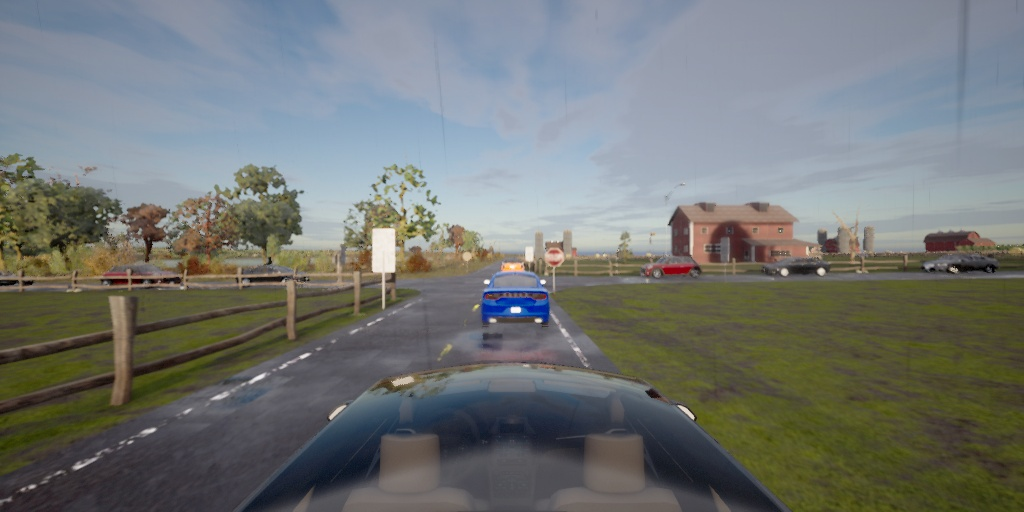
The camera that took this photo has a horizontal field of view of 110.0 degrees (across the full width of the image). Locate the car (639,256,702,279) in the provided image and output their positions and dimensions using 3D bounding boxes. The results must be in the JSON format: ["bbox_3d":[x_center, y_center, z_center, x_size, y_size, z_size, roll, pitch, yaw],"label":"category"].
[{"bbox_3d":[12.714,0.847,28.969,4.553,1.767,2.097,-1,1,-1],"label":"car"}]

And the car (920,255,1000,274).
[{"bbox_3d":[35.896,0.645,28.830,4.902,1.511,2.128,-1,1,0],"label":"car"}]

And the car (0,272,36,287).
[{"bbox_3d":[-39.168,1.836,27.195,4.718,1.301,1.895,-1,0,9],"label":"car"}]

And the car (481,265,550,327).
[{"bbox_3d":[0.096,1.212,11.535,1.882,1.535,5.008,0,0,0],"label":"car"}]

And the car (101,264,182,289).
[{"bbox_3d":[-27.215,1.431,26.478,4.553,1.767,2.097,-1,1,2],"label":"car"}]

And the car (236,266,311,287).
[{"bbox_3d":[-17.446,1.450,26.316,4.892,1.490,1.837,-1,1,1],"label":"car"}]

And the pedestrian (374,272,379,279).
[{"bbox_3d":[-12.164,1.116,32.231,0.375,1.860,0.375,0,1,0],"label":"pedestrian"}]

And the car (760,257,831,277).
[{"bbox_3d":[22.810,0.852,28.940,4.892,1.490,1.837,-1,1,0],"label":"car"}]

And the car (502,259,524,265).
[{"bbox_3d":[0.088,1.030,34.198,2.097,1.767,4.553,0,-1,0],"label":"car"}]
